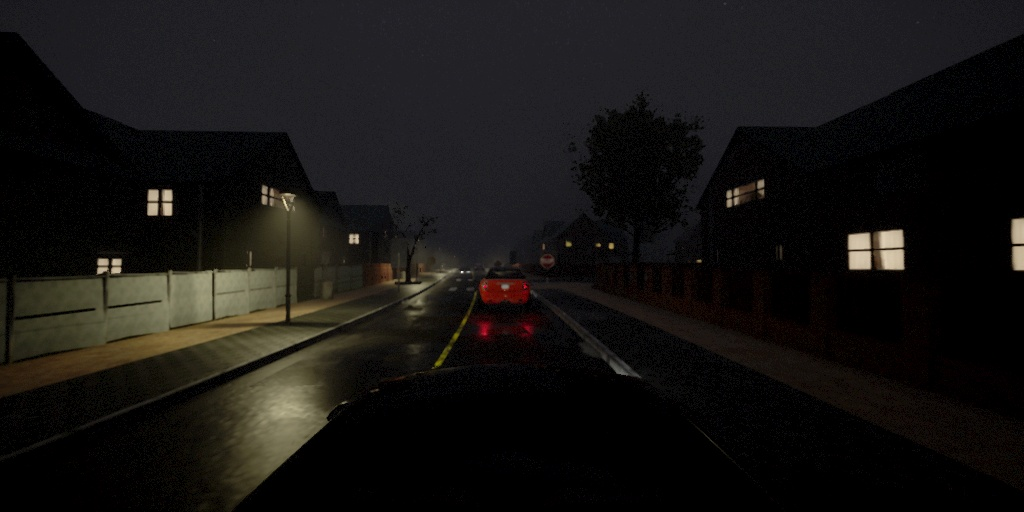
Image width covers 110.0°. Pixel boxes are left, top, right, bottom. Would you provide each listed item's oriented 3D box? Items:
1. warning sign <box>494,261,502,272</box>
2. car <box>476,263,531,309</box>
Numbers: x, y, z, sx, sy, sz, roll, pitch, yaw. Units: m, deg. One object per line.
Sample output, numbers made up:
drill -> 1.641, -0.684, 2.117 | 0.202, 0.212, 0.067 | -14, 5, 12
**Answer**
warning sign -> -2.147, 1.589, 55.643 | 1.300, 1.860, 1.060 | 0, 0, -7
car -> -0.383, 1.255, 16.070 | 2.097, 1.767, 4.553 | 0, -1, -3
